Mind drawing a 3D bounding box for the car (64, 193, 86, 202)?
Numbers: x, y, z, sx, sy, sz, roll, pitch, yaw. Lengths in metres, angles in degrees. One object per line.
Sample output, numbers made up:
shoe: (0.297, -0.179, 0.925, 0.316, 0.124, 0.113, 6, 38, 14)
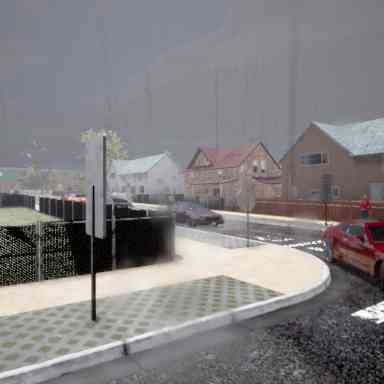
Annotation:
car: (-13.715, 0.941, 40.834, 2.097, 1.767, 4.553, 0, 0, -34)

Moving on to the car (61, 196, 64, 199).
car: (-20.883, 1.001, 56.531, 1.895, 1.301, 4.718, 0, 1, -34)

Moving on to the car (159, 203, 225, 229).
car: (-0.248, 1.385, 20.991, 2.033, 1.411, 5.357, 0, 1, -34)

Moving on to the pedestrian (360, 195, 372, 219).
pedestrian: (9.149, 1.053, 17.596, 0.375, 1.860, 0.375, 1, 0, -34)

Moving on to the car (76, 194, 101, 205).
car: (-14.978, 1.062, 47.858, 2.033, 1.411, 5.357, 0, 1, -35)

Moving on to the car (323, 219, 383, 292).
car: (5.136, 1.503, 8.996, 1.812, 1.442, 4.674, 1, 1, -1)

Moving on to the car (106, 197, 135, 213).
car: (-6.949, 1.220, 30.838, 1.837, 1.490, 4.892, 0, 1, -34)
